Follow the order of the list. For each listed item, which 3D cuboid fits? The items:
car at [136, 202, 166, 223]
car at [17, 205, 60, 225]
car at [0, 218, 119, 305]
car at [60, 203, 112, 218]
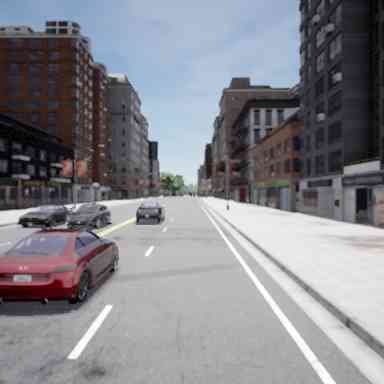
[{"bbox_3d":[-3.151,1.516,25.926,2.128,1.511,4.902,0,0,0],"label":"car"},{"bbox_3d":[-9.816,1.571,22.875,2.033,1.411,5.357,0,0,0],"label":"car"},{"bbox_3d":[-3.151,1.575,8.193,1.994,1.385,4.181,0,0,0],"label":"car"},{"bbox_3d":[-6.569,1.529,21.720,1.837,1.490,4.892,0,0,0],"label":"car"}]
